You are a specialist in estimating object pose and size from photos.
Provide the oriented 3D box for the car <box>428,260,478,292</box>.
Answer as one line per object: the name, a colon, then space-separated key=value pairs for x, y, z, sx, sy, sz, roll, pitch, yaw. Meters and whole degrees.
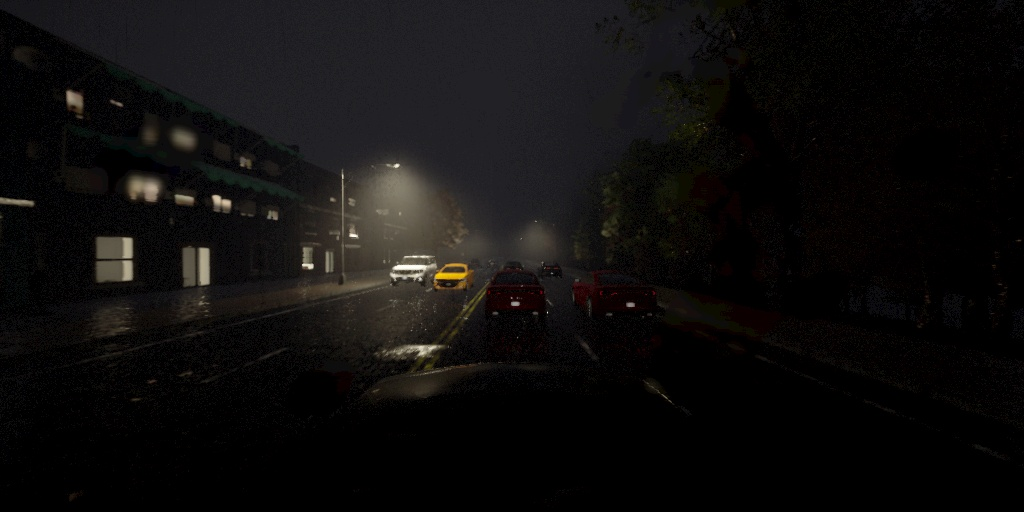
car: x=-3.350 y=1.224 z=21.432 sx=1.882 sy=1.535 sz=5.008 roll=0 pitch=0 yaw=0

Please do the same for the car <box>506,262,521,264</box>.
car: x=0.098 y=1.248 z=32.627 sx=1.837 sy=1.490 sz=4.892 roll=0 pitch=0 yaw=0

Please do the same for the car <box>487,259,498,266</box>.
car: x=-3.494 y=1.231 z=64.398 sx=2.128 sy=1.511 sz=4.902 roll=0 pitch=0 yaw=0

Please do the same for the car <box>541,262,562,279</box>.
car: x=3.348 y=1.235 z=32.284 sx=2.128 sy=1.511 sz=4.902 roll=0 pitch=0 yaw=0

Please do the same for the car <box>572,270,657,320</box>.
car: x=3.349 y=1.225 z=12.595 sx=1.882 sy=1.535 sz=5.008 roll=0 pitch=0 yaw=0

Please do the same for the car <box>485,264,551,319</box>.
car: x=0.098 y=1.225 z=12.802 sx=1.882 sy=1.535 sz=5.008 roll=0 pitch=0 yaw=0

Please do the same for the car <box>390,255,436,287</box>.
car: x=-6.598 y=0.966 z=24.828 sx=2.150 sy=2.045 sz=5.566 roll=0 pitch=0 yaw=0
